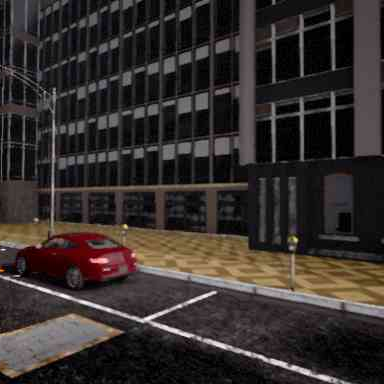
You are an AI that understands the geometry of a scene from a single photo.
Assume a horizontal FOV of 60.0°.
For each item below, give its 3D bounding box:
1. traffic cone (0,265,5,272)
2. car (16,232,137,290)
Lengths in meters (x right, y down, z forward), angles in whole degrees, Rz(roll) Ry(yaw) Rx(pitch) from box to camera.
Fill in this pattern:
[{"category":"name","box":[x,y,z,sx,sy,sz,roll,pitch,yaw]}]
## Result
[{"category":"traffic cone","box":[-6.067,2.173,10.338,0.340,0.580,0.340,-1,-2,37]},{"category":"car","box":[-3.377,1.796,9.538,4.206,1.307,1.802,-1,-2,37]}]
